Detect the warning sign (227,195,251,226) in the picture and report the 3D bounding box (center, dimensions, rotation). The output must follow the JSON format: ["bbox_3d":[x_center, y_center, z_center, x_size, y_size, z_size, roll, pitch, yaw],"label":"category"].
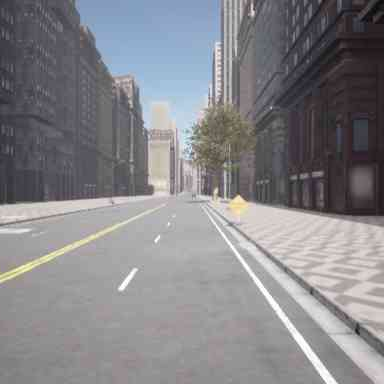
[{"bbox_3d":[2.852,1.100,20.352,1.300,1.860,1.060,0,0,0],"label":"warning sign"}]
